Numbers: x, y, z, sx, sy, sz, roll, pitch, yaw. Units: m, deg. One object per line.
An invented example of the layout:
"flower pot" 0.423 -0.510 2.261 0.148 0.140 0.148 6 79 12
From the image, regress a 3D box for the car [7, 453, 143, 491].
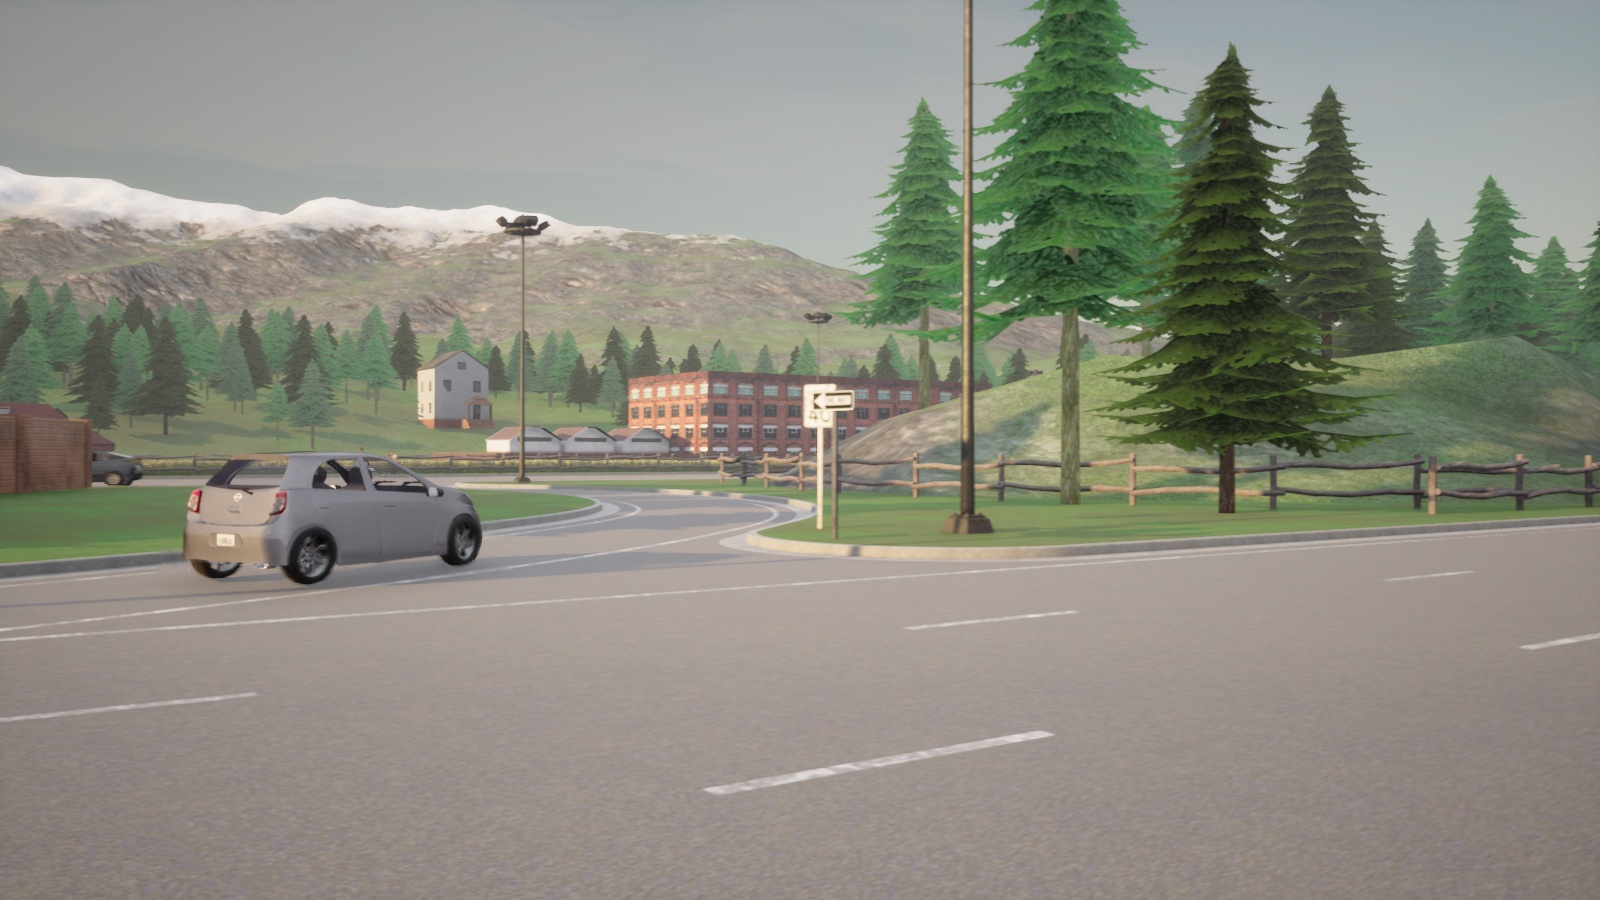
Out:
"car" -30.066 0.886 52.238 4.514 1.525 2.007 0 0 -14

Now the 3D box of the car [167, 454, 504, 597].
"car" -5.539 0.811 15.441 1.845 1.501 3.633 0 0 25
